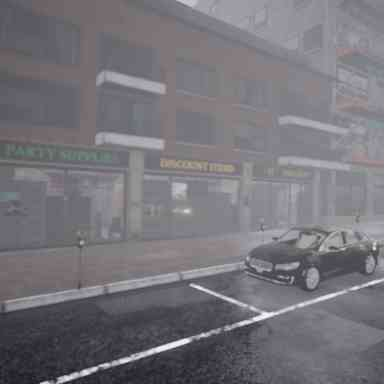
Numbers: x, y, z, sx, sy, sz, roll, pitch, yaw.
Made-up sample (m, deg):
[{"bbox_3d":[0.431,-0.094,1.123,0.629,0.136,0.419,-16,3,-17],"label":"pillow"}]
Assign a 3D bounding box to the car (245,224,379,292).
[{"bbox_3d":[3.340,1.574,8.923,4.403,1.369,2.008,0,1,-35],"label":"car"}]
